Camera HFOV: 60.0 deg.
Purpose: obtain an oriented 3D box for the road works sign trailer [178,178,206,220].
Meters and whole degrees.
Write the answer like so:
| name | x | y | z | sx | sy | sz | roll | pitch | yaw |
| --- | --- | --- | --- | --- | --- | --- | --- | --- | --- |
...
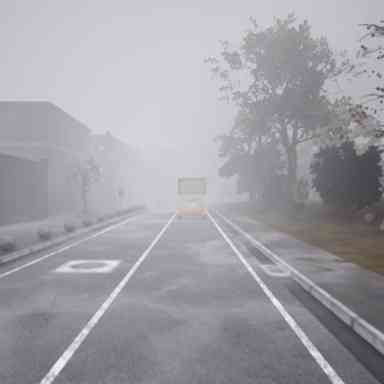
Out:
| name | x | y | z | sx | sy | sz | roll | pitch | yaw |
| --- | --- | --- | --- | --- | --- | --- | --- | --- | --- |
| road works sign trailer | 0.000 | 0.586 | 29.098 | 2.380 | 3.560 | 2.880 | 0 | 0 | 0 |

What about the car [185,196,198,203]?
| name | x | y | z | sx | sy | sz | roll | pitch | yaw |
| --- | --- | --- | --- | --- | --- | --- | --- | --- | --- |
| car | -0.039 | 1.693 | 73.656 | 1.837 | 1.490 | 4.892 | 0 | 0 | 17 |
